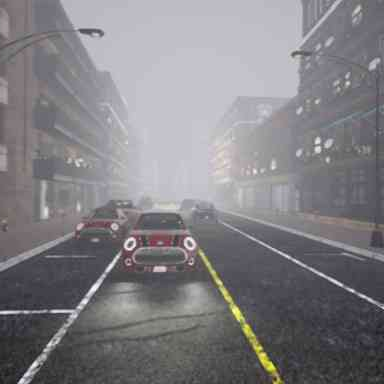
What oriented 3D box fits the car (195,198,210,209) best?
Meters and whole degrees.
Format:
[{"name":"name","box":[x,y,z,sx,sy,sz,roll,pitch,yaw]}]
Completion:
[{"name":"car","box":[1.583,1.699,50.136,1.752,1.417,4.829,1,0,-5]}]

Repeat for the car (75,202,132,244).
[{"name":"car","box":[-4.087,1.457,15.597,1.967,1.590,4.097,1,0,-5]}]

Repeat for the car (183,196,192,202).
[{"name":"car","box":[-1.073,1.803,83.678,2.008,1.369,4.403,1,0,-5]}]

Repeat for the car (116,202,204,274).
[{"name":"car","box":[-1.014,1.379,10.695,2.097,1.767,4.553,0,0,-5]}]

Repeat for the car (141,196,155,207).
[{"name":"car","box":[-7.202,1.555,54.927,1.967,1.590,4.097,1,0,-5]}]

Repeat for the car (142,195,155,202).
[{"name":"car","box":[-6.755,1.416,49.310,2.192,1.841,5.009,1,0,-5]}]

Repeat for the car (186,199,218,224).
[{"name":"car","box":[0.869,1.584,25.847,2.128,1.511,4.902,0,0,-4]}]

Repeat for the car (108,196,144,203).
[{"name":"car","box":[-4.530,1.347,21.216,2.192,1.841,5.009,1,0,-5]}]

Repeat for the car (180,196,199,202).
[{"name":"car","box":[-0.605,1.616,44.717,1.882,1.535,5.008,0,-1,-4]}]

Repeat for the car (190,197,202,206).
[{"name":"car","box":[0.706,1.744,61.204,1.887,1.381,4.507,1,0,-5]}]

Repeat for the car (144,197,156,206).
[{"name":"car","box":[-7.648,1.673,60.547,1.887,1.381,4.507,1,0,-5]}]
